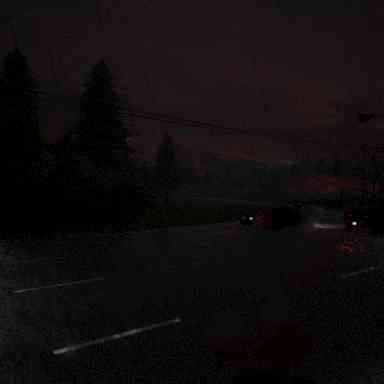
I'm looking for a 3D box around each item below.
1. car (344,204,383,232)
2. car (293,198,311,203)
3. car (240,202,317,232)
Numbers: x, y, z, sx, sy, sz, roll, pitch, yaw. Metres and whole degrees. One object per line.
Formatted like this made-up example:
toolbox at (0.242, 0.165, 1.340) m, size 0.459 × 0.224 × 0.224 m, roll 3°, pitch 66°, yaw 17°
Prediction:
car at (11.231, 1.536, 20.360) m, size 4.892 × 1.490 × 1.837 m, roll 0°, pitch 0°, yaw -36°
car at (13.720, 1.560, 41.453) m, size 1.837 × 1.490 × 4.892 m, roll 1°, pitch 0°, yaw 14°
car at (5.429, 1.570, 20.520) m, size 5.357 × 1.411 × 2.033 m, roll 0°, pitch 0°, yaw -36°
